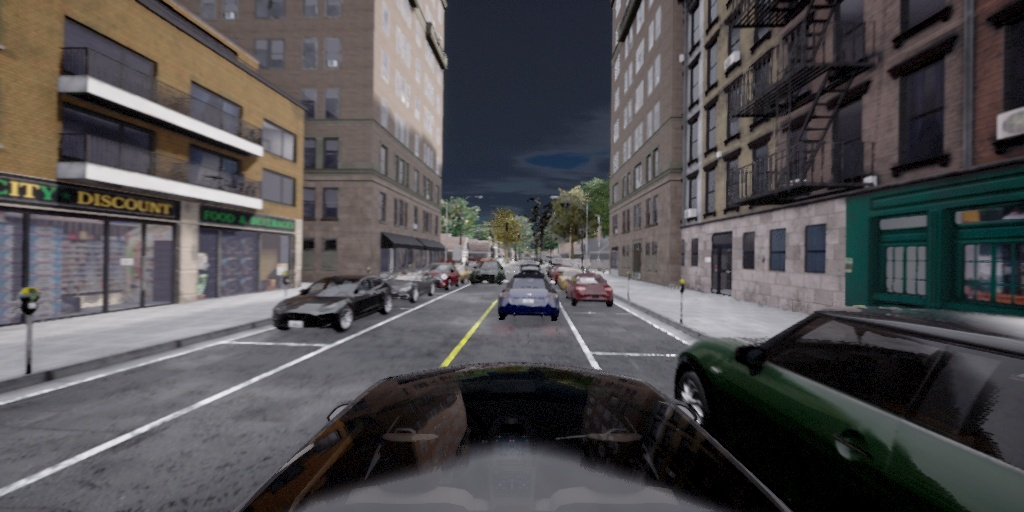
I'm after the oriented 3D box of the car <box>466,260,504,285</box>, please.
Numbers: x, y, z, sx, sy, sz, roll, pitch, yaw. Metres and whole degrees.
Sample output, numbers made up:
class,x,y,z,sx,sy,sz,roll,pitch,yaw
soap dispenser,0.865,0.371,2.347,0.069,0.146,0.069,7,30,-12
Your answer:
class,x,y,z,sx,sy,sz,roll,pitch,yaw
car,-1.635,1.113,25.698,2.097,1.767,4.553,1,0,3

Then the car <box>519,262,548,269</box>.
class,x,y,z,sx,sy,sz,roll,pitch,yaw
car,1.239,1.305,24.394,1.837,1.490,4.892,1,-1,3

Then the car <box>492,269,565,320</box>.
class,x,y,z,sx,sy,sz,roll,pitch,yaw
car,0.601,1.335,12.786,1.994,1.385,4.181,1,0,3

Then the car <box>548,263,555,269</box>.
class,x,y,z,sx,sy,sz,roll,pitch,yaw
car,3.901,1.391,26.787,1.888,1.381,4.507,0,0,3

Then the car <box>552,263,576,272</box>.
class,x,y,z,sx,sy,sz,roll,pitch,yaw
car,3.608,1.357,21.447,1.751,1.417,4.829,0,0,3

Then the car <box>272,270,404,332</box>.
class,x,y,z,sx,sy,sz,roll,pitch,yaw
car,-5.018,1.252,10.694,1.948,1.339,4.313,0,0,3

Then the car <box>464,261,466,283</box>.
class,x,y,z,sx,sy,sz,roll,pitch,yaw
car,-4.120,1.252,27.054,1.751,1.417,4.829,0,0,3

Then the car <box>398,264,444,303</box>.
class,x,y,z,sx,sy,sz,roll,pitch,yaw
car,-4.716,1.249,16.204,2.007,1.370,4.403,0,0,3

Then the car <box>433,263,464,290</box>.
class,x,y,z,sx,sy,sz,roll,pitch,yaw
car,-4.413,1.152,21.714,1.967,1.591,4.097,0,0,3

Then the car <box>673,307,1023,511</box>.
class,x,y,z,sx,sy,sz,roll,pitch,yaw
car,2.933,1.147,2.516,2.097,1.767,4.553,1,0,3

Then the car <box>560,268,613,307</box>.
class,x,y,z,sx,sy,sz,roll,pitch,yaw
car,3.296,1.399,15.767,1.802,1.307,4.207,0,0,3
